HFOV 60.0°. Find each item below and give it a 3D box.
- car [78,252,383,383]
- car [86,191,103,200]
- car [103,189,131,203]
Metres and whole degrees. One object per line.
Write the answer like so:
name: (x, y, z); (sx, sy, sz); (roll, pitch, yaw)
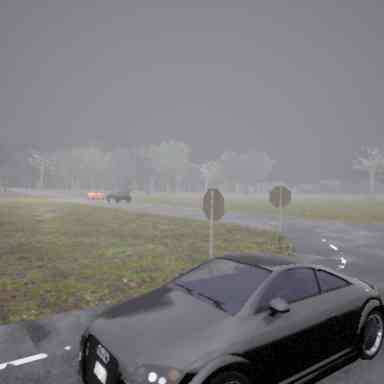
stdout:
car: (0.734, 1.571, 4.391); (4.181, 1.385, 1.994); (0, 0, -35)
car: (-17.289, 0.509, 59.620); (2.097, 1.767, 4.553); (2, 0, -35)
car: (-11.300, 0.578, 51.168); (2.150, 2.045, 5.566); (2, 0, -35)
